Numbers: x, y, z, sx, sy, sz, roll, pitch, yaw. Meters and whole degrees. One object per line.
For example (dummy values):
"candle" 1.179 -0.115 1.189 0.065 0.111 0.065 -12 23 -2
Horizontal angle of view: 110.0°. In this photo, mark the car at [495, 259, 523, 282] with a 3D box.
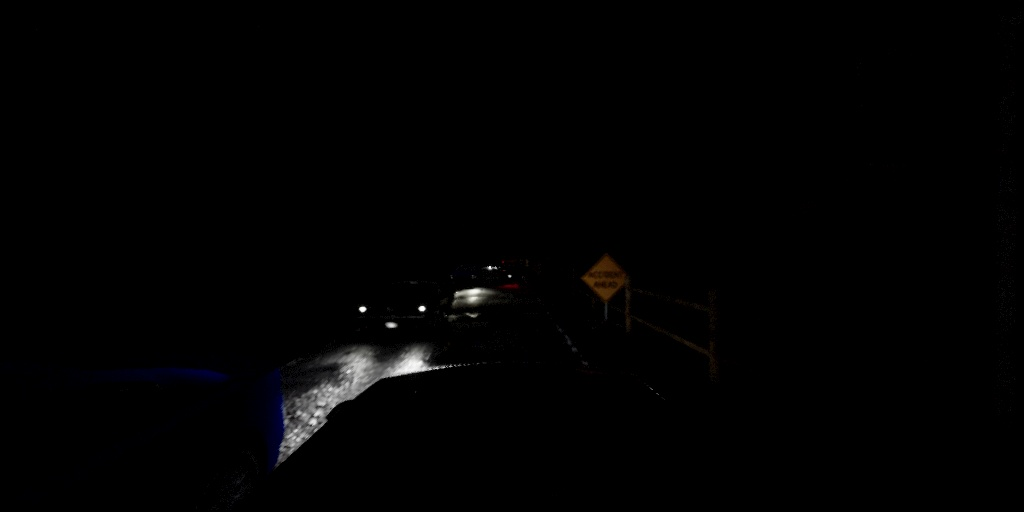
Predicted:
"car" -0.204 1.257 29.168 1.837 1.490 4.892 0 0 -1

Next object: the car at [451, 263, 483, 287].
"car" -3.083 1.251 24.782 1.882 1.535 5.008 0 0 0

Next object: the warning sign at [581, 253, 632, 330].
"warning sign" 2.388 0.846 9.143 1.300 1.860 1.060 0 0 -1

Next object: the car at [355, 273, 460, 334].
"car" -2.939 1.372 10.886 1.895 1.301 4.718 0 0 -1

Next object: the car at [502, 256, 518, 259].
"car" -0.444 0.992 49.589 2.150 2.045 5.566 0 0 1

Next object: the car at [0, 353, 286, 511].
"car" -2.828 1.250 0.933 1.882 1.535 5.008 0 0 0
